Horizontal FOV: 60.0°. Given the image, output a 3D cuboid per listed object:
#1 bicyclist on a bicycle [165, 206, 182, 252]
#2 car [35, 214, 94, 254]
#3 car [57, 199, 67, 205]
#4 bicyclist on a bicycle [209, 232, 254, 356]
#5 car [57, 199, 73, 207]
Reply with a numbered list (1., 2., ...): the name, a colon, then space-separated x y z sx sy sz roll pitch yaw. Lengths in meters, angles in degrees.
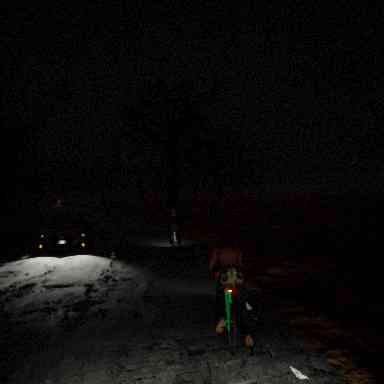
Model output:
1. bicyclist on a bicycle: -0.754 1.420 13.167 0.659 1.776 1.843 0 0 -9
2. car: -5.146 1.616 13.802 1.994 1.385 4.181 0 0 -15
3. car: -27.178 2.060 69.688 1.895 1.301 4.718 0 0 -19
4. bicyclist on a bicycle: 0.547 1.462 5.137 0.582 1.620 1.656 0 0 -1
5. car: -22.545 1.983 59.800 1.895 1.301 4.718 0 0 -26
